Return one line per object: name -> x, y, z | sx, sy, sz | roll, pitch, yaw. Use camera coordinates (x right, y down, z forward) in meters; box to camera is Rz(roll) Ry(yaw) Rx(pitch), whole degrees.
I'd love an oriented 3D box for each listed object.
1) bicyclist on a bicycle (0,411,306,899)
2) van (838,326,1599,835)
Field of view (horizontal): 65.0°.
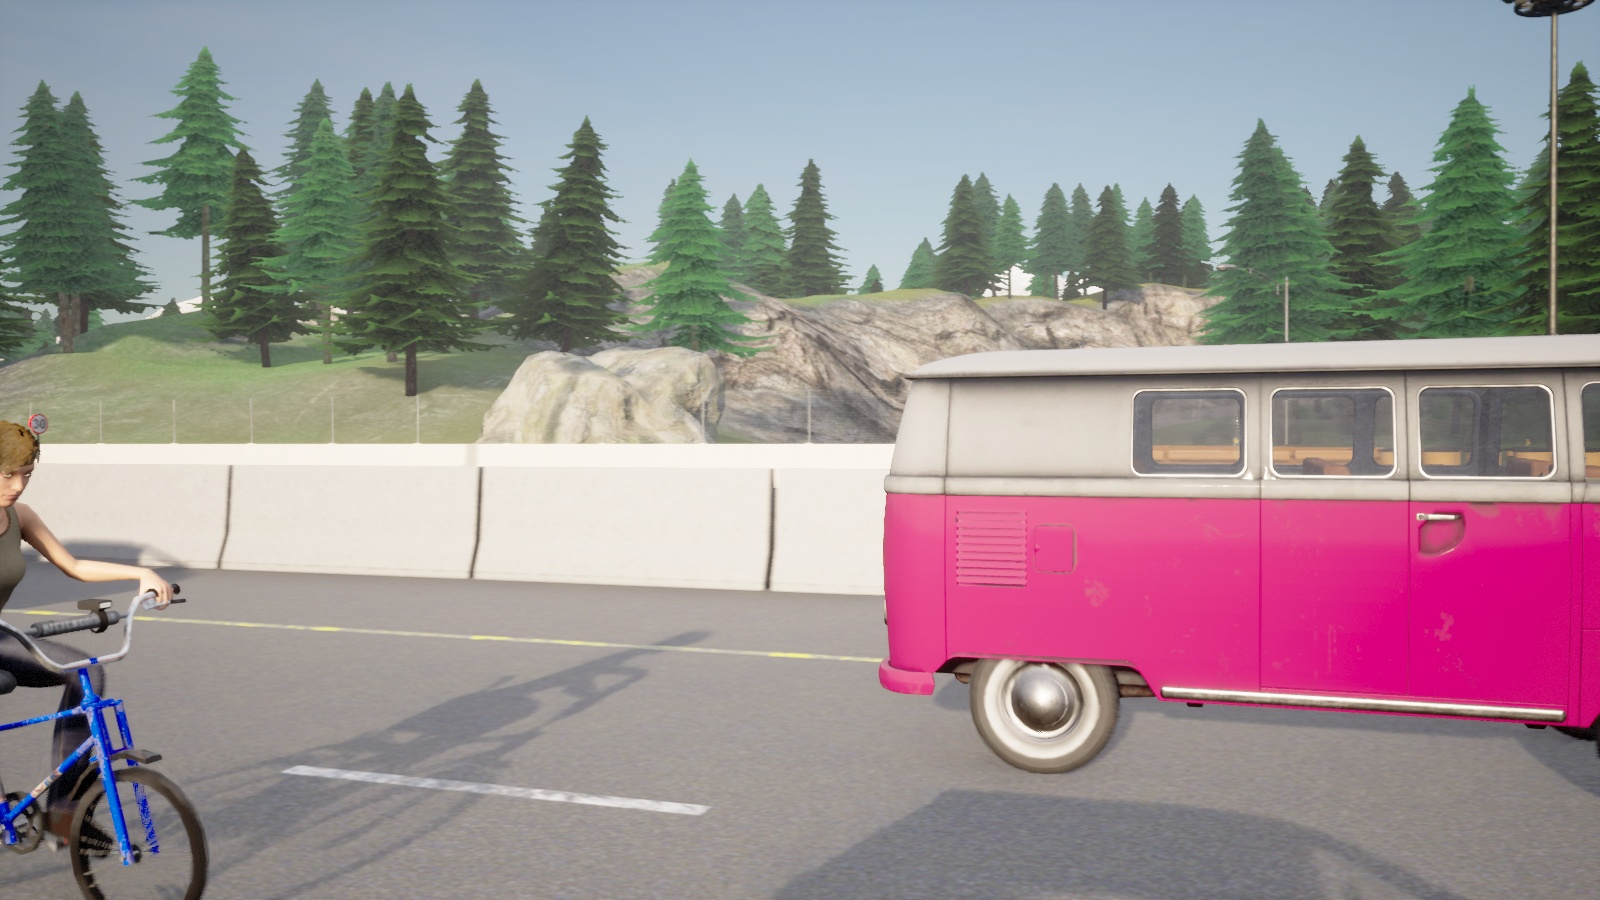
bicyclist on a bicycle -> -2.513, 0.689, 4.043 | 1.509, 1.612, 0.866 | 1, 1, 19
van -> 2.570, 0.493, 6.017 | 4.442, 1.987, 1.775 | 1, 1, 19
